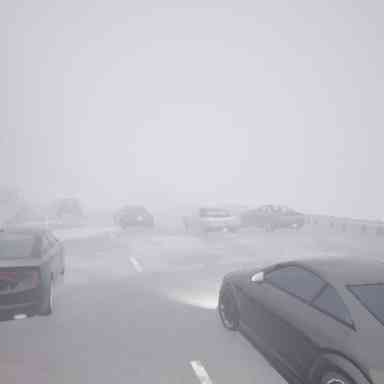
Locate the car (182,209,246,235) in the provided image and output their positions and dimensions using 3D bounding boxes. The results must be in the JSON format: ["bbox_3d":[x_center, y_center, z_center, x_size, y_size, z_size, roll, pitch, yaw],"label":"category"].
[{"bbox_3d":[0.920,1.595,18.897,1.895,1.301,4.718,0,0,-20],"label":"car"}]

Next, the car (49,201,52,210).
[{"bbox_3d":[-16.189,1.535,40.337,2.033,1.411,5.357,0,0,-28],"label":"car"}]

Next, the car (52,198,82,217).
[{"bbox_3d":[-11.552,1.342,30.973,2.097,1.767,4.553,0,0,-25],"label":"car"}]

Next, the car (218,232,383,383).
[{"bbox_3d":[1.840,1.562,4.454,1.994,1.385,4.181,0,0,-15],"label":"car"}]

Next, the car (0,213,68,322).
[{"bbox_3d":[-3.883,1.476,7.210,1.882,1.535,5.008,0,0,-17],"label":"car"}]

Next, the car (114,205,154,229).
[{"bbox_3d":[-3.863,1.557,21.633,1.994,1.385,4.181,0,0,-21],"label":"car"}]

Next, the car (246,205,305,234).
[{"bbox_3d":[4.451,1.485,19.343,2.128,1.511,4.902,0,0,-19],"label":"car"}]
